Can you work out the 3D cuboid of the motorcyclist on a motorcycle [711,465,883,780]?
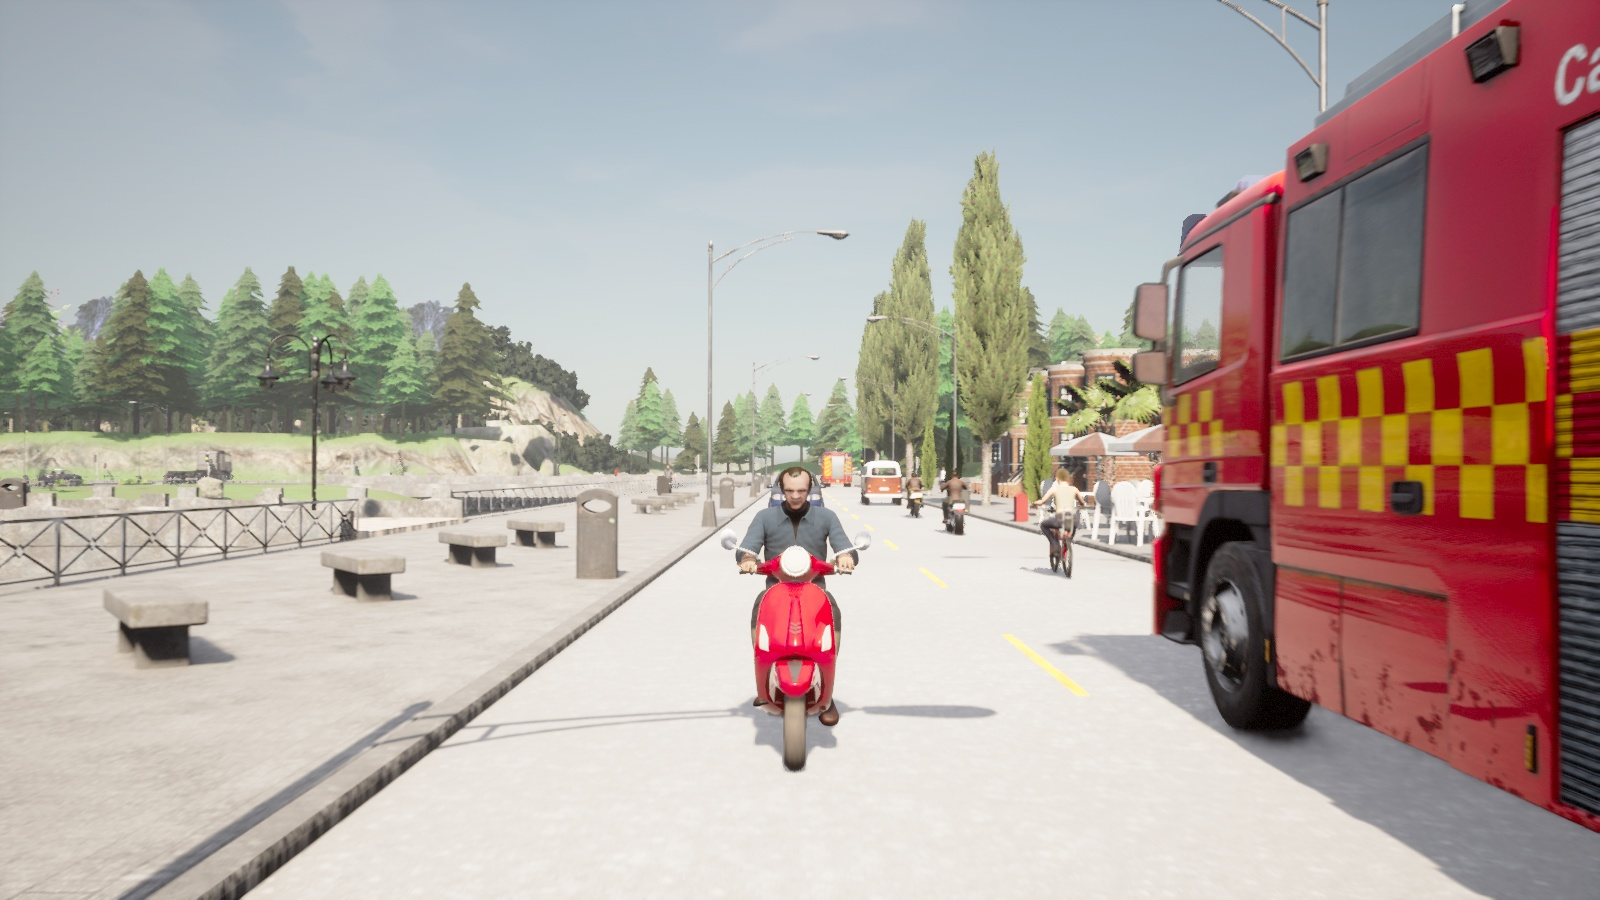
[{"bbox_3d":[-0.019,0.890,7.275,0.866,1.590,1.817,0,-1,0],"label":"motorcyclist on a motorcycle"}]

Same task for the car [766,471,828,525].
[{"bbox_3d":[-0.099,1.432,38.116,1.789,1.549,3.705,0,-1,0],"label":"car"}]

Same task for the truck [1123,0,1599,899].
[{"bbox_3d":[3.980,-0.274,5.523,2.891,3.827,8.468,0,-1,0],"label":"truck"}]

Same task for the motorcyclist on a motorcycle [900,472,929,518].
[{"bbox_3d":[3.888,1.497,42.746,0.797,1.523,2.044,0,-1,0],"label":"motorcyclist on a motorcycle"}]

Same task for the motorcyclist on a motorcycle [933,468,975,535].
[{"bbox_3d":[3.916,1.286,32.031,0.766,1.649,2.350,0,-1,0],"label":"motorcyclist on a motorcycle"}]

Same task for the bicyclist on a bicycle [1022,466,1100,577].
[{"bbox_3d":[3.949,1.056,19.131,0.866,1.612,1.509,0,-1,0],"label":"bicyclist on a bicycle"}]

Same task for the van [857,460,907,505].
[{"bbox_3d":[3.844,1.520,59.599,2.069,2.038,4.480,0,-1,0],"label":"van"}]
